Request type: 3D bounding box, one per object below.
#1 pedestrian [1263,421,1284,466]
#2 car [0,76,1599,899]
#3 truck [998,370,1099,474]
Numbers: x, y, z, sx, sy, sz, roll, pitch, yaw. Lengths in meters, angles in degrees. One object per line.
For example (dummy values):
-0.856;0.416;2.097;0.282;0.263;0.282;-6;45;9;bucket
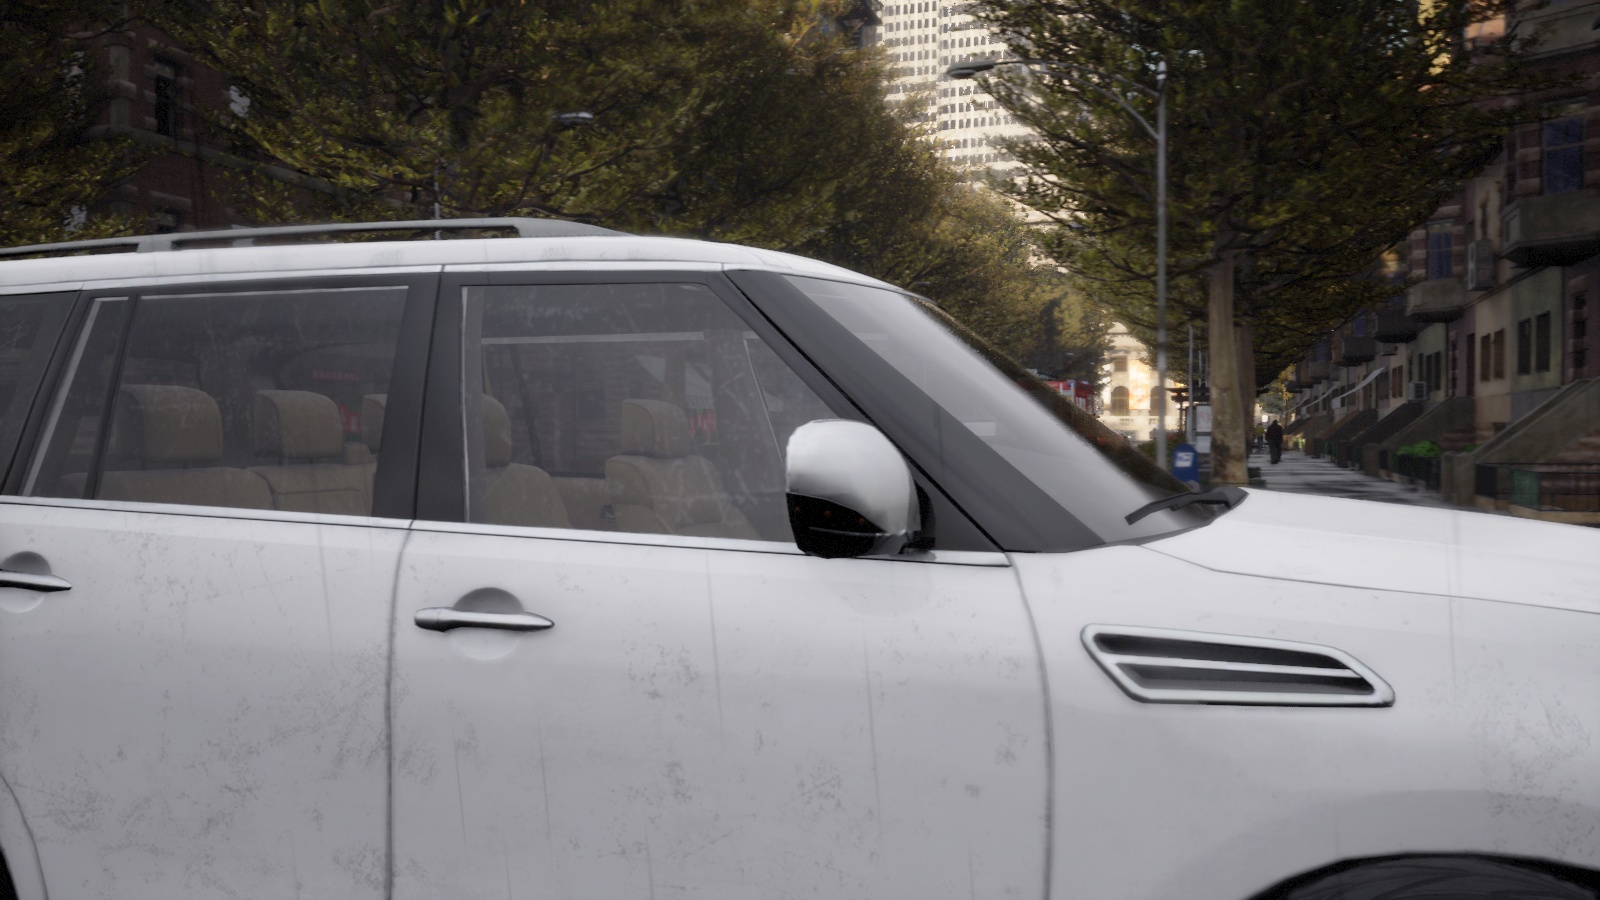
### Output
19.350;-0.265;51.287;0.634;1.844;0.899;1;1;31;pedestrian
-0.374;0.491;3.314;5.566;2.045;2.150;1;1;19;car
10.190;-1.112;50.754;2.891;3.827;8.468;1;1;19;truck
